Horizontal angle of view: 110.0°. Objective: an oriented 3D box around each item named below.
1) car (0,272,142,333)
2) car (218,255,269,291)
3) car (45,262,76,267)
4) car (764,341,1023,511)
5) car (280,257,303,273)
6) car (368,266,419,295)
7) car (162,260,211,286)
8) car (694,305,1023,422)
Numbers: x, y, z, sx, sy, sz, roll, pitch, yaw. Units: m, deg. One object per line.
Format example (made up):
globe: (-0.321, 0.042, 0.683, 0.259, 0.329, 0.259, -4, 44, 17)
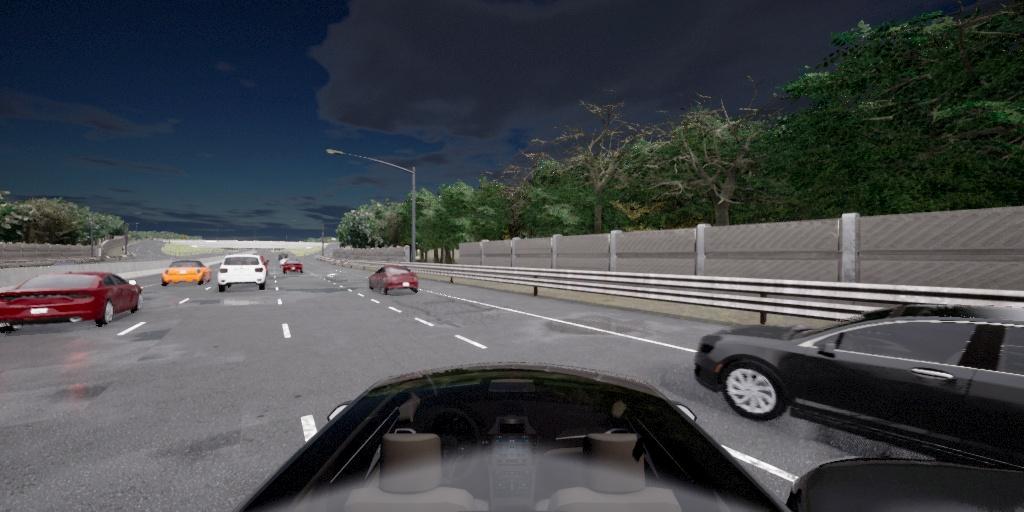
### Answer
car: (-13.234, 1.223, 11.035, 1.882, 1.535, 5.008, 0, 0, -34)
car: (-16.448, 0.960, 22.053, 2.150, 2.045, 5.566, 0, 0, -34)
car: (-40.434, 1.279, 32.346, 1.994, 1.385, 4.181, 0, 0, -34)
car: (2.984, 1.315, 0.547, 4.181, 1.385, 1.994, 0, 0, 34)
car: (-25.908, 1.196, 42.275, 1.882, 1.535, 5.008, 0, 0, -34)
car: (-6.656, 1.271, 20.052, 1.812, 1.442, 4.674, 0, 0, -34)
car: (-22.973, 1.085, 25.485, 2.097, 1.767, 4.553, 0, 0, -34)
car: (4.466, 1.256, 3.631, 1.837, 1.490, 4.892, 0, 0, -34)
